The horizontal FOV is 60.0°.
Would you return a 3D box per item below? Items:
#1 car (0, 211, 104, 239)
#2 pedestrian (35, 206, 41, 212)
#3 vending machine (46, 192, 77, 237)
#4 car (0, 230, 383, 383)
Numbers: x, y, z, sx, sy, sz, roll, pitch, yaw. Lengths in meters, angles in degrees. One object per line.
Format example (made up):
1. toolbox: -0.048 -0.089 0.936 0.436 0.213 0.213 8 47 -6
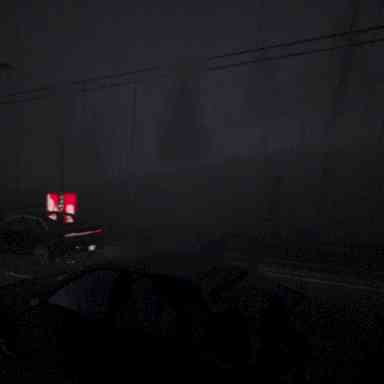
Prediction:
1. car: -5.033 1.387 10.837 4.902 1.511 2.128 0 0 29
2. pedestrian: -7.604 1.263 16.440 0.375 1.300 0.375 0 1 26
3. vending machine: -6.317 1.041 16.165 0.880 2.100 1.100 0 1 26
4. car: -0.509 1.508 4.168 5.357 1.411 2.033 0 1 33
